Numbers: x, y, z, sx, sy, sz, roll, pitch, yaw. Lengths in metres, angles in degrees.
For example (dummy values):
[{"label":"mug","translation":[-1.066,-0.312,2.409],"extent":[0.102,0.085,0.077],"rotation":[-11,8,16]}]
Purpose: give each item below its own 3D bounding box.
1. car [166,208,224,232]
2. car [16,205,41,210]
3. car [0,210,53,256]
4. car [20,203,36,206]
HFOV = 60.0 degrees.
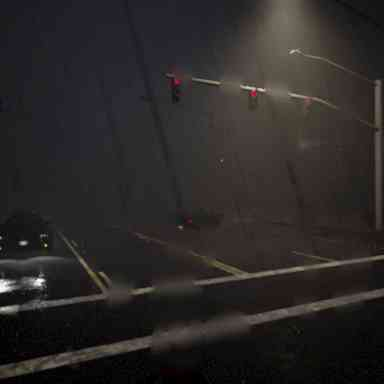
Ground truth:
[{"label":"car","translation":[0.371,1.644,20.476],"extent":[1.895,1.301,4.718],"rotation":[-1,0,26]},{"label":"car","translation":[-10.628,1.768,21.419],"extent":[1.895,1.301,4.718],"rotation":[0,0,-26]},{"label":"car","translation":[-6.808,1.642,13.554],"extent":[1.994,1.385,4.181],"rotation":[0,0,-25]},{"label":"car","translation":[-16.487,1.849,33.493],"extent":[1.837,1.490,4.892],"rotation":[0,0,-25]}]
